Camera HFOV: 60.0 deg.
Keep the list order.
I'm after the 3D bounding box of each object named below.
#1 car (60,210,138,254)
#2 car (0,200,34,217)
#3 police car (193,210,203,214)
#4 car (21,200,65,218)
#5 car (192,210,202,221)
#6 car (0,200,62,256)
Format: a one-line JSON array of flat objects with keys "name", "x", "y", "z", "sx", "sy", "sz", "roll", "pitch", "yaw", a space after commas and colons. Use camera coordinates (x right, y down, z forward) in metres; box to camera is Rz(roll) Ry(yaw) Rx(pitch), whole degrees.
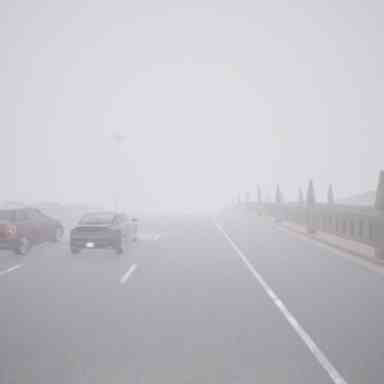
[{"name": "car", "x": -3.397, "y": 1.501, "z": 13.496, "sx": 1.837, "sy": 1.490, "sz": 4.892, "roll": 0, "pitch": 0, "yaw": 0}, {"name": "car", "x": -17.589, "y": 1.587, "z": 32.315, "sx": 2.128, "sy": 1.511, "sz": 4.902, "roll": 0, "pitch": -2, "yaw": 0}, {"name": "police car", "x": 1.063, "y": 4.159, "z": 62.028, "sx": 1.930, "sy": 1.638, "sz": 5.238, "roll": 0, "pitch": -7, "yaw": 0}, {"name": "car", "x": -14.089, "y": 1.558, "z": 31.808, "sx": 1.882, "sy": 1.535, "sz": 5.008, "roll": 0, "pitch": -2, "yaw": 0}, {"name": "car", "x": 1.065, "y": 5.202, "z": 71.895, "sx": 2.150, "sy": 2.045, "sz": 5.566, "roll": 0, "pitch": -7, "yaw": 0}, {"name": "car", "x": -6.897, "y": 1.347, "z": 13.280, "sx": 2.097, "sy": 1.767, "sz": 4.553, "roll": 0, "pitch": 0, "yaw": 0}]
